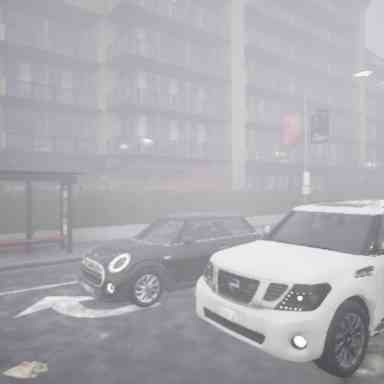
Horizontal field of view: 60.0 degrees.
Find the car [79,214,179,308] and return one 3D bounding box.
[{"bbox_3d":[-0.283,1.328,8.013,4.553,1.767,2.097,0,0,-35],"label":"car"}]

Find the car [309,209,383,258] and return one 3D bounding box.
[{"bbox_3d":[6.749,1.488,13.015,4.181,1.385,1.994,0,0,-35],"label":"car"}]

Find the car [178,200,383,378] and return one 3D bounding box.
[{"bbox_3d":[2.731,1.189,5.847,5.566,2.045,2.150,0,0,-35],"label":"car"}]
